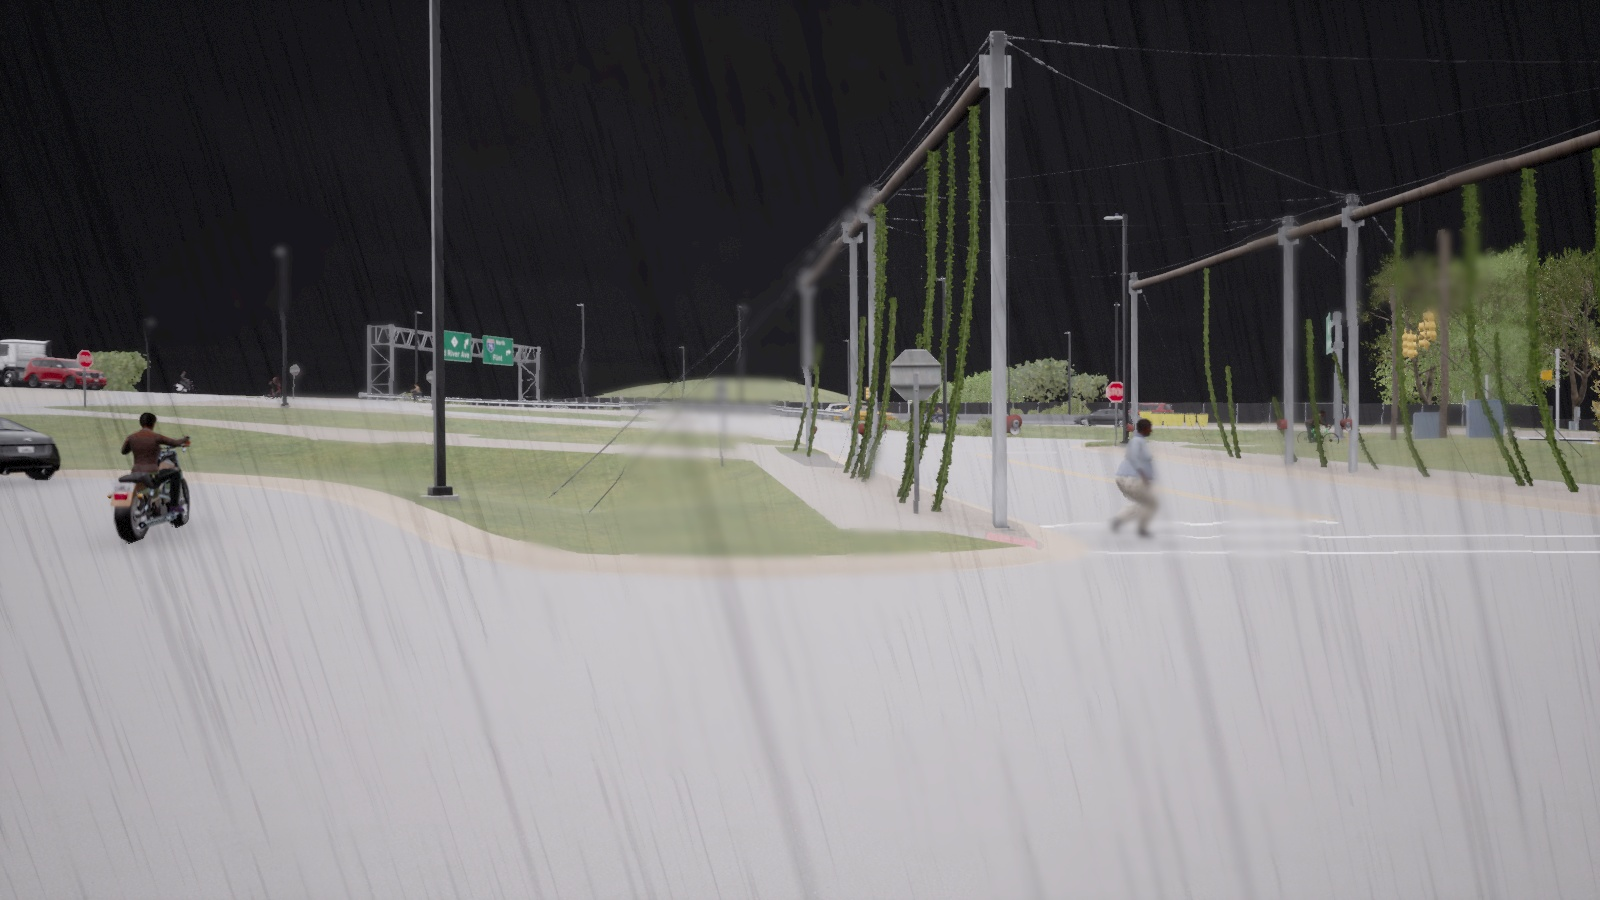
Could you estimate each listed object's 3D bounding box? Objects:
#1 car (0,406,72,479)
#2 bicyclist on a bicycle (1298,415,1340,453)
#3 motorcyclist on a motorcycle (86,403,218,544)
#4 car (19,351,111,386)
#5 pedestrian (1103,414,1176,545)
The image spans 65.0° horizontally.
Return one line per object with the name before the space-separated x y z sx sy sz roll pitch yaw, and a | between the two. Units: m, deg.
car | -16.948 -0.195 24.954 4.181 1.385 1.994 1 1 18
bicyclist on a bicycle | 23.039 -0.728 55.749 1.656 1.620 0.582 2 2 19
motorcyclist on a motorcycle | -8.392 0.243 16.391 0.766 1.649 2.350 0 3 -8
car | -48.275 -5.356 82.491 5.566 2.045 2.150 3 2 20
pedestrian | 4.925 0.411 18.274 0.900 1.855 0.874 0 1 6
